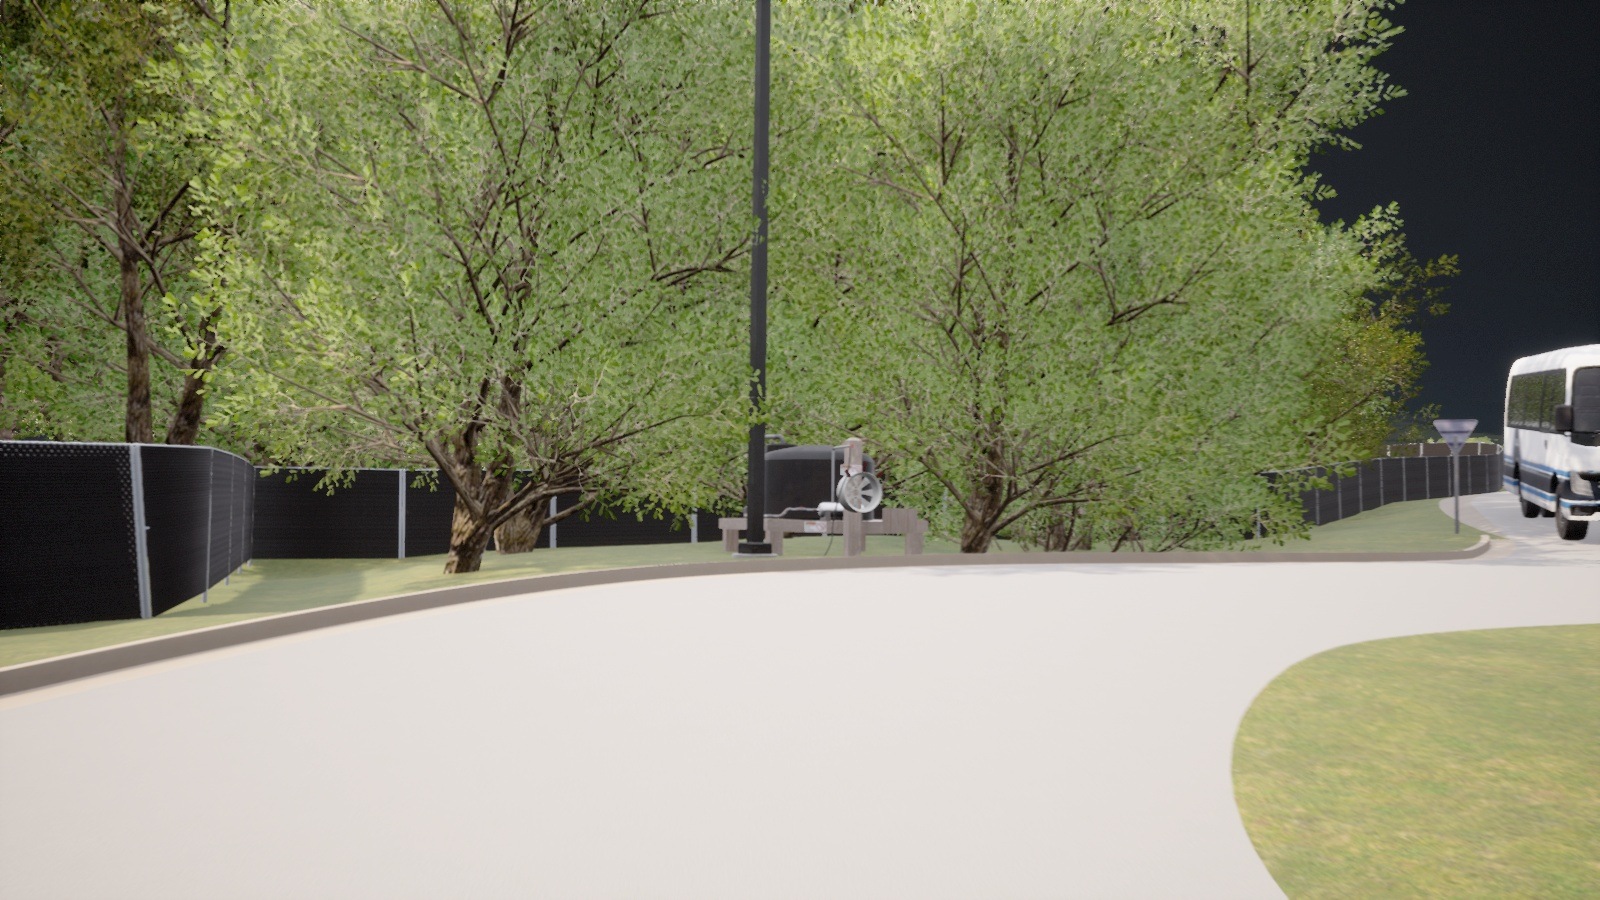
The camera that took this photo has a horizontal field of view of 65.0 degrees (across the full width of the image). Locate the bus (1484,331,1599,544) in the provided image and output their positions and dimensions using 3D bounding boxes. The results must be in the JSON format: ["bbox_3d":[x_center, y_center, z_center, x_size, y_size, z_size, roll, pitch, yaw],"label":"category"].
[{"bbox_3d":[18.904,-0.449,29.391,3.944,4.253,10.273,-1,2,22],"label":"bus"}]
